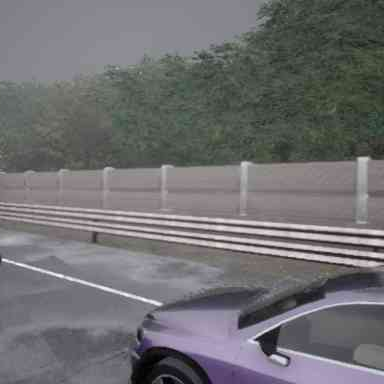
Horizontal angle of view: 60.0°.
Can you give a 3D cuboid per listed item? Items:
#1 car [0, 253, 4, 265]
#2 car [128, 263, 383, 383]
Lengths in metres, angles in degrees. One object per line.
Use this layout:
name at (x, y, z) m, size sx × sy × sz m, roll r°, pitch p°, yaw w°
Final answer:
car at (-7.214, 1.368, 9.085) m, size 5.357 × 1.411 × 2.033 m, roll 1°, pitch 1°, yaw 36°
car at (1.620, 1.431, 2.710) m, size 4.856 × 1.649 × 2.033 m, roll 1°, pitch 1°, yaw 36°
